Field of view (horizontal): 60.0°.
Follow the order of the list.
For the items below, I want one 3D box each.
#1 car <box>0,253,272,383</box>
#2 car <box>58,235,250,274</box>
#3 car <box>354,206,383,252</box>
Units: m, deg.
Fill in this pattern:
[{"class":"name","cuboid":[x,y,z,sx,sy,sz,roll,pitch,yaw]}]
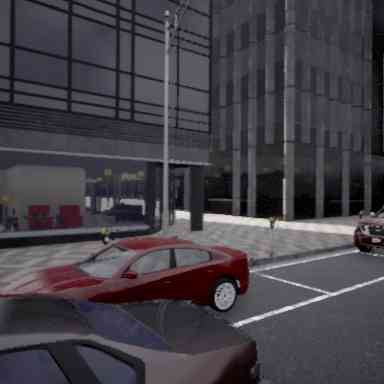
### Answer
[{"class":"car","cuboid":[-1.854,1.548,2.056,5.357,1.411,2.033,0,0,-35]},{"class":"car","cuboid":[-0.920,1.543,6.099,4.507,1.381,1.887,0,1,-35]},{"class":"car","cuboid":[8.241,1.309,12.627,5.009,1.841,2.192,0,1,-35]}]
